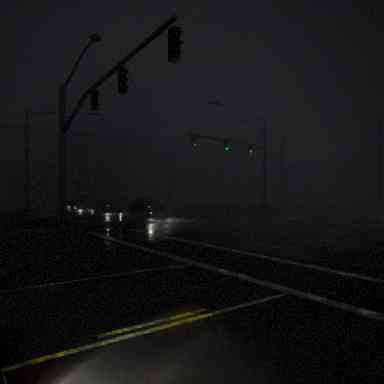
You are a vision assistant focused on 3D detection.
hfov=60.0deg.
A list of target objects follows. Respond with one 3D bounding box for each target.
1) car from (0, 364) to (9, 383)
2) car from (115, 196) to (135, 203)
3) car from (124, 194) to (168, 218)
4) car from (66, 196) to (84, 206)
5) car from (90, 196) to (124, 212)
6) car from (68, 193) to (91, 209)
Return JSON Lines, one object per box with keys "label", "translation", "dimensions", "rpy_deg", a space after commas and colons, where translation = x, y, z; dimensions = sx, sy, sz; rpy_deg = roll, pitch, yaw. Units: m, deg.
{"label": "car", "translation": [-3.632, 1.547, 1.216], "dimensions": [5.357, 1.411, 2.033], "rpy_deg": [0, 0, -35]}
{"label": "car", "translation": [-14.309, 1.595, 71.301], "dimensions": [1.895, 1.301, 4.718], "rpy_deg": [0, 0, 25]}
{"label": "car", "translation": [-4.036, 1.352, 30.468], "dimensions": [2.097, 1.767, 4.553], "rpy_deg": [0, 0, -36]}
{"label": "car", "translation": [-19.597, 1.492, 56.043], "dimensions": [2.128, 1.511, 4.902], "rpy_deg": [0, 0, -10]}
{"label": "car", "translation": [-9.818, 1.526, 38.474], "dimensions": [1.812, 1.442, 4.674], "rpy_deg": [0, 0, -36]}
{"label": "car", "translation": [-15.559, 1.221, 46.656], "dimensions": [2.150, 2.045, 5.566], "rpy_deg": [0, 0, -33]}
